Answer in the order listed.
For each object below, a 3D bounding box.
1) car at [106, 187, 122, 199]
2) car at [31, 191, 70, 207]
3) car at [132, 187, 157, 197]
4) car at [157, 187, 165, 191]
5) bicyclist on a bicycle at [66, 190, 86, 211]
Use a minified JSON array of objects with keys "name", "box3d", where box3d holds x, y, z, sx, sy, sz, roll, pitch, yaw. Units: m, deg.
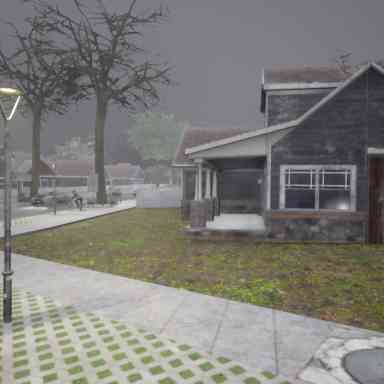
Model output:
[{"name":"car","box3d":[-11.321,0.082,45.989,2.128,1.511,4.902,1,2,11]},{"name":"car","box3d":[-13.800,0.644,32.594,1.994,1.385,4.181,1,2,10]},{"name":"car","box3d":[-7.454,0.046,51.112,1.895,1.301,4.718,1,2,11]},{"name":"car","box3d":[-5.707,-0.280,60.964,1.895,1.301,4.718,1,2,10]},{"name":"bicyclist on a bicycle","box3d":[-9.059,0.697,25.922,1.656,1.620,0.582,1,2,10]}]
